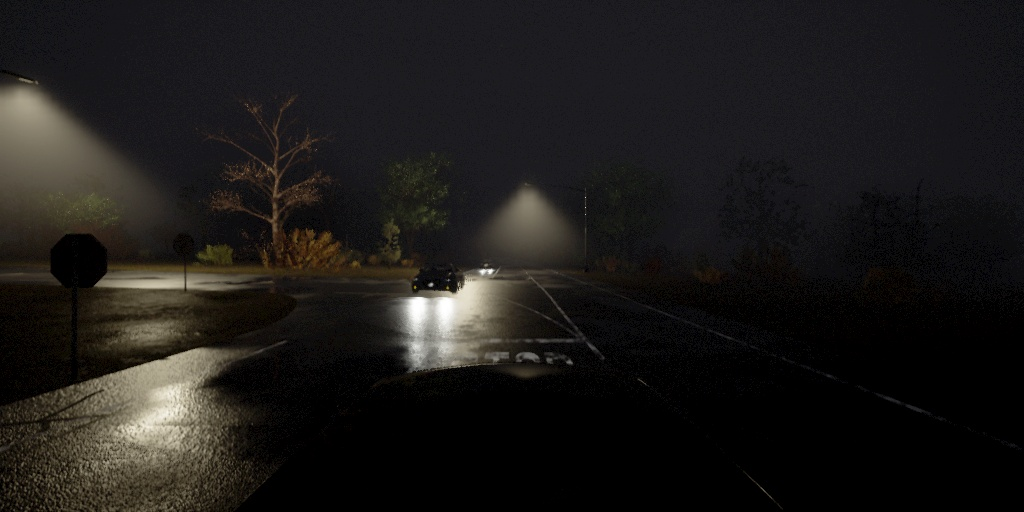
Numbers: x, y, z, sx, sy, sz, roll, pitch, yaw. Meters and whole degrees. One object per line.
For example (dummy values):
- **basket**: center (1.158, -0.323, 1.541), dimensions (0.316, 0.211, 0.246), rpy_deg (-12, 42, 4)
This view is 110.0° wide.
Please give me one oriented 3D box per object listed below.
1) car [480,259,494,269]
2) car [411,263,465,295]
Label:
- **car**: center (-3.672, 1.184, 53.238), dimensions (2.128, 1.511, 4.902), rpy_deg (0, 0, -1)
- **car**: center (-3.499, 1.061, 17.556), dimensions (1.994, 1.385, 4.181), rpy_deg (1, 0, 0)
